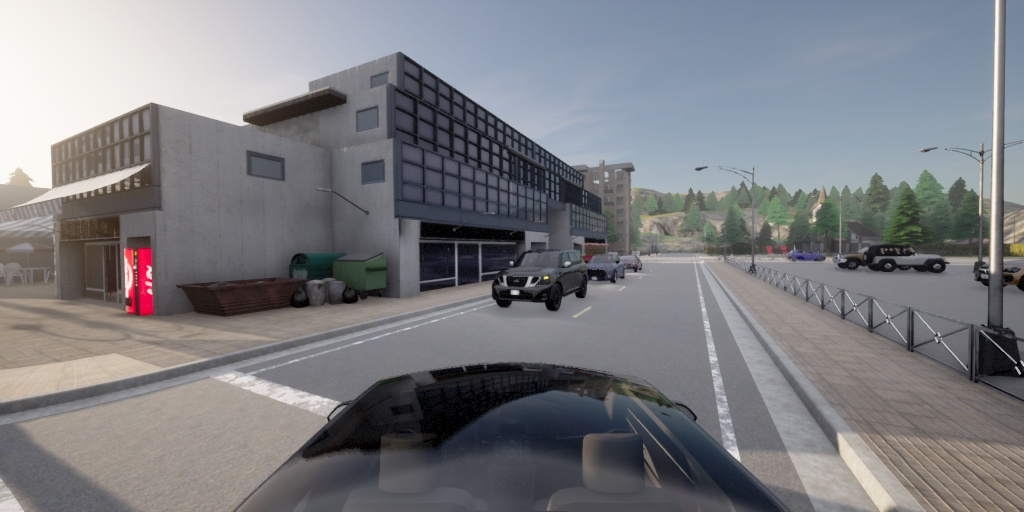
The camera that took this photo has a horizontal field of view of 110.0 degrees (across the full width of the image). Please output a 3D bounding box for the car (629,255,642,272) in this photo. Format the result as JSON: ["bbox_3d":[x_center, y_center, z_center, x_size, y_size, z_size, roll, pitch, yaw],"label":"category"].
[{"bbox_3d":[10.339,0.608,31.738,1.812,1.442,4.674,0,1,27],"label":"car"}]

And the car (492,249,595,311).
[{"bbox_3d":[1.329,0.748,13.804,2.150,2.045,5.566,0,1,27],"label":"car"}]

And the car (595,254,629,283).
[{"bbox_3d":[5.743,0.660,22.595,2.097,1.767,4.553,0,1,27],"label":"car"}]
